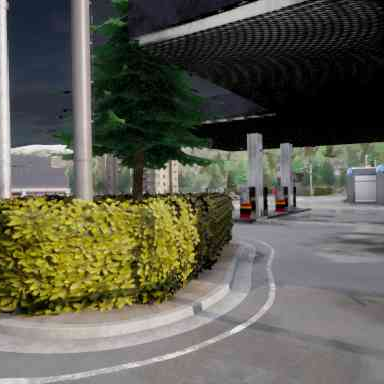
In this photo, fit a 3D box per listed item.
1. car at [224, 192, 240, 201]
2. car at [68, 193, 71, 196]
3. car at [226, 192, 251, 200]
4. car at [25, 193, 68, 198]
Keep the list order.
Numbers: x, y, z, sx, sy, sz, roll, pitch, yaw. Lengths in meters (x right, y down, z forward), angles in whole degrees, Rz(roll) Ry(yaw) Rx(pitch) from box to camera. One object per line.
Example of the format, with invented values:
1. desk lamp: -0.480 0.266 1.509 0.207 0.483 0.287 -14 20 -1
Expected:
1. car: 7.473 0.850 63.898 5.027 1.636 2.152 -1 1 35
2. car: -24.204 1.124 63.874 3.866 1.878 1.905 -1 1 35
3. car: 9.246 0.812 66.485 4.514 1.523 2.007 -1 1 35
4. car: -14.746 1.183 33.582 3.866 1.878 1.905 -1 1 35
